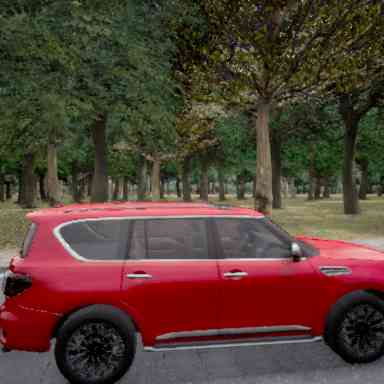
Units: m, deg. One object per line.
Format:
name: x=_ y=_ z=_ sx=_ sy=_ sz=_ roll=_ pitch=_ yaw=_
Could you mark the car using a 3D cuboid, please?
car: x=0.277 y=1.174 z=4.984 sx=5.566 sy=2.045 sz=2.150 roll=-1 pitch=1 yaw=-8
